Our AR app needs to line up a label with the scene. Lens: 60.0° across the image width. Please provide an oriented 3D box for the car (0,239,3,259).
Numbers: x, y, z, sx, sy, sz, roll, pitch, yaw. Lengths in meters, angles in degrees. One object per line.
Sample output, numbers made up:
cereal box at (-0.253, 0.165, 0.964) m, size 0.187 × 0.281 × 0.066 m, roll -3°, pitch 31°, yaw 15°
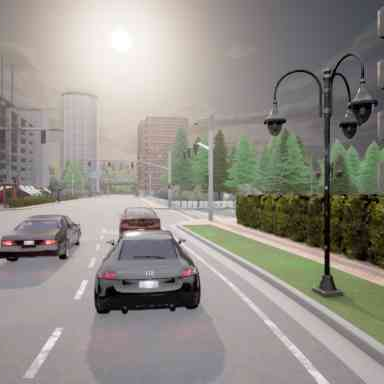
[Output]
car at (-3.876, 1.492, 2.757) m, size 2.128 × 1.511 × 4.902 m, roll 0°, pitch 0°, yaw -5°

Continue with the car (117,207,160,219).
car at (-2.659, 1.478, 16.562) m, size 1.882 × 1.535 × 5.008 m, roll 0°, pitch 0°, yaw -12°

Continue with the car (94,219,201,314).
car at (-1.042, 1.564, 7.725) m, size 1.994 × 1.385 × 4.181 m, roll 0°, pitch 0°, yaw -9°

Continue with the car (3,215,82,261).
car at (-5.317, 1.547, 12.289) m, size 2.033 × 1.411 × 5.357 m, roll 0°, pitch 0°, yaw -11°
